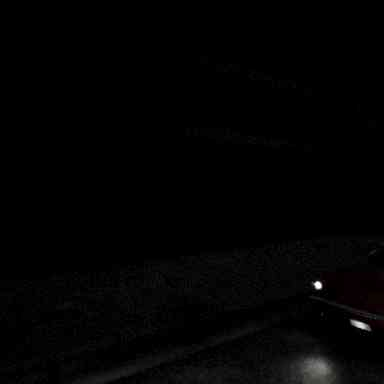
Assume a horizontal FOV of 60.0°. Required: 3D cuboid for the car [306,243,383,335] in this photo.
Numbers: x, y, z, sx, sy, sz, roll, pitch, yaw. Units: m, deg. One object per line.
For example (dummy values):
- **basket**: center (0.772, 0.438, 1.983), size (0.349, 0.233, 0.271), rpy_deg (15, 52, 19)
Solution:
- **car**: center (4.214, 1.604, 6.077), size (4.718, 1.301, 1.895), rpy_deg (0, 0, -36)
